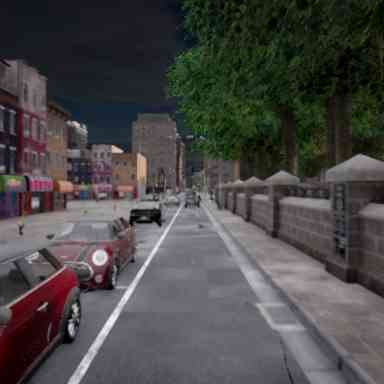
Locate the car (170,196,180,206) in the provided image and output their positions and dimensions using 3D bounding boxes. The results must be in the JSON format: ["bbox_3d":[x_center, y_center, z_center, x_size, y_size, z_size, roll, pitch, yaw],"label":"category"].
[{"bbox_3d":[-2.650,1.250,45.297,1.802,1.307,4.206,0,0,0],"label":"car"}]

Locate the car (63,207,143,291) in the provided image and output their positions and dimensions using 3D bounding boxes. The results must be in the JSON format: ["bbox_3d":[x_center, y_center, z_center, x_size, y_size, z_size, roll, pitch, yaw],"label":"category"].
[{"bbox_3d":[-2.650,1.376,8.677,1.967,1.590,4.097,0,0,0],"label":"car"}]

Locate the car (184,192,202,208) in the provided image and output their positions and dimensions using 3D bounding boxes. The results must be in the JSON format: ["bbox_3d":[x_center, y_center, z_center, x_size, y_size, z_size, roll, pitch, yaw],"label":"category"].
[{"bbox_3d":[0.046,1.176,42.977,2.128,1.511,4.902,0,0,0],"label":"car"}]

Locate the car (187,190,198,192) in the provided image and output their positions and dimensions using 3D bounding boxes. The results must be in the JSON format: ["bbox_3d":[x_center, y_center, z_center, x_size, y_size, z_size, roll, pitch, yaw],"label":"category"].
[{"bbox_3d":[0.185,0.793,58.617,2.150,2.045,5.566,0,0,9],"label":"car"}]

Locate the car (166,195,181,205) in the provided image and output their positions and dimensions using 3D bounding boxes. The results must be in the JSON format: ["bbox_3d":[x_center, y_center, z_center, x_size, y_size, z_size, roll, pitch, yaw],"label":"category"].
[{"bbox_3d":[-2.651,1.207,48.960,1.947,1.339,4.313,0,0,0],"label":"car"}]

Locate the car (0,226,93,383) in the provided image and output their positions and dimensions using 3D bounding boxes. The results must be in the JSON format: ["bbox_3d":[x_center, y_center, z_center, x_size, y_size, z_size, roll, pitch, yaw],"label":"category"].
[{"bbox_3d":[-2.649,1.414,3.406,1.967,1.590,4.097,0,0,0],"label":"car"}]

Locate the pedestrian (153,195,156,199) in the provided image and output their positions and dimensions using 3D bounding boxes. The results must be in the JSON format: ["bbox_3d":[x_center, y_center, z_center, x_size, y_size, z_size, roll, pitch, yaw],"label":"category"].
[{"bbox_3d":[-2.757,1.112,24.714,0.375,1.860,0.375,0,0,0],"label":"pedestrian"}]

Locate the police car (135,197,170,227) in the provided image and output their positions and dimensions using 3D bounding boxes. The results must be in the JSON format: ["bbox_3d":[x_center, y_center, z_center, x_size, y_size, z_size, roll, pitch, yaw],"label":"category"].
[{"bbox_3d":[-2.756,1.266,21.707,1.930,1.638,5.238,0,0,0],"label":"police car"}]
